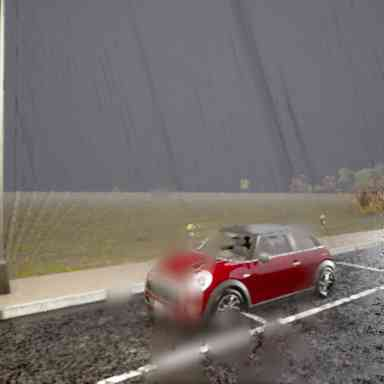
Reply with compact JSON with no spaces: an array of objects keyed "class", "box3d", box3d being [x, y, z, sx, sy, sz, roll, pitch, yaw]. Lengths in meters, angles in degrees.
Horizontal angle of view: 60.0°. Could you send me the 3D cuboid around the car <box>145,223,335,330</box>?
[{"class":"car","box3d":[1.076,1.433,6.842,4.097,1.590,1.967,0,1,-35]}]
